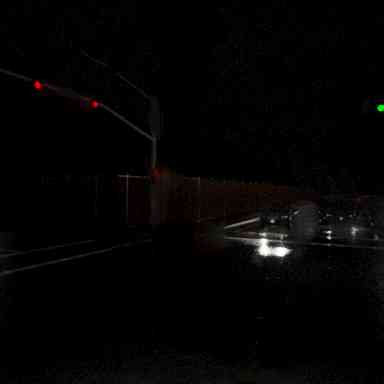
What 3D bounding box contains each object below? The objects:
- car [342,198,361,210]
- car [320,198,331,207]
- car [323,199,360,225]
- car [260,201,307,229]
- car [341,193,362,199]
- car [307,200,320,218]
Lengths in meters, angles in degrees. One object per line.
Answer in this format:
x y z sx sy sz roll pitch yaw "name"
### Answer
14.880 1.551 31.780 1.994 1.385 4.181 0 0 27 "car"
19.483 1.545 48.393 2.033 1.411 5.357 0 0 28 "car"
10.825 1.488 23.848 1.837 1.490 4.892 0 0 27 "car"
5.893 1.475 21.898 2.128 1.511 4.902 0 0 27 "car"
21.031 1.206 43.779 2.150 2.045 5.566 0 1 27 "car"
10.122 1.514 30.142 1.812 1.442 4.674 0 0 27 "car"
